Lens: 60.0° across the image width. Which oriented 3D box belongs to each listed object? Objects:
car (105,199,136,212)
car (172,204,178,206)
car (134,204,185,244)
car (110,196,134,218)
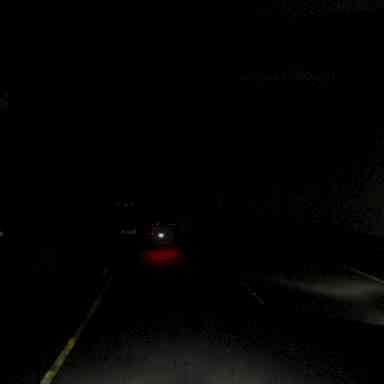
[{"bbox_3d":[-9.396,1.685,43.463,1.882,1.535,5.008,0,0,-41],"label":"car"},{"bbox_3d":[-2.289,1.733,30.952,1.895,1.301,4.718,0,0,-21],"label":"car"},{"bbox_3d":[-1.766,1.577,16.400,1.837,1.490,4.892,0,0,-11],"label":"car"},{"bbox_3d":[-7.616,1.387,34.478,2.150,2.045,5.566,0,0,-27],"label":"car"}]
